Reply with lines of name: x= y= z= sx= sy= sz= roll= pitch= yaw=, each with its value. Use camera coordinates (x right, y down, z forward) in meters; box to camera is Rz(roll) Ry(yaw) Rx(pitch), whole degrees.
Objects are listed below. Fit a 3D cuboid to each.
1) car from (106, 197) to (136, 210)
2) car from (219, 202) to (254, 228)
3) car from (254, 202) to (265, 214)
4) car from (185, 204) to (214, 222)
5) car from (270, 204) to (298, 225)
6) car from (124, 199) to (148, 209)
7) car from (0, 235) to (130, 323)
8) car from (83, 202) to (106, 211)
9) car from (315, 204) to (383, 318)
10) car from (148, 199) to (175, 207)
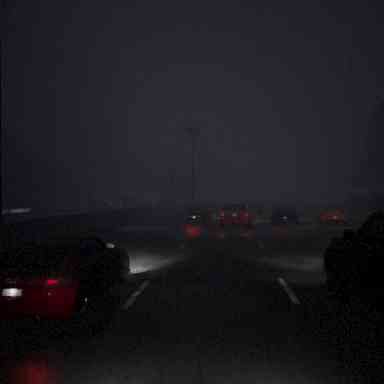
car: x=-10.599 y=1.851 z=52.214 sx=2.150 sy=2.045 sz=5.566 roll=-1 pitch=-1 yaw=21
car: x=3.211 y=1.583 z=24.181 sx=2.097 sy=1.767 sz=4.553 roll=-1 pitch=-1 yaw=11
car: x=7.584 y=1.893 z=40.120 sx=1.812 sy=1.442 sz=4.674 roll=-1 pitch=-1 yaw=18
car: x=0.741 y=1.809 z=29.255 sx=1.837 sy=1.490 sz=4.892 roll=-1 pitch=-1 yaw=13
car: x=7.154 y=1.699 z=26.033 sx=1.882 sy=1.535 sz=5.008 roll=-1 pitch=-1 yaw=13
car: x=-7.828 y=2.149 z=49.564 sx=1.994 sy=1.385 sz=4.181 roll=-1 pitch=-1 yaw=20
car: x=-2.828 y=1.667 z=7.556 sx=1.994 sy=1.385 sz=4.181 roll=-1 pitch=-1 yaw=5
car: x=-14.634 y=2.256 z=51.323 sx=1.895 sy=1.301 sz=4.718 roll=-1 pitch=-1 yaw=20
car: x=3.966 y=1.250 z=5.339 sx=2.150 sy=2.045 sz=5.566 roll=-1 pitch=-1 yaw=4
car: x=-4.210 y=1.904 z=49.294 sx=2.097 sy=1.767 sz=4.553 roll=-1 pitch=0 yaw=21
